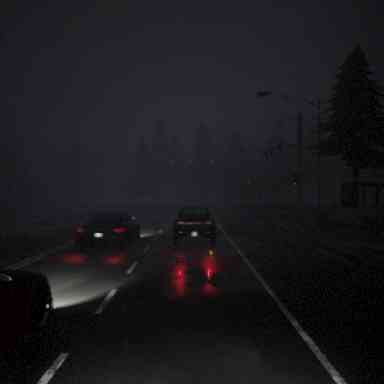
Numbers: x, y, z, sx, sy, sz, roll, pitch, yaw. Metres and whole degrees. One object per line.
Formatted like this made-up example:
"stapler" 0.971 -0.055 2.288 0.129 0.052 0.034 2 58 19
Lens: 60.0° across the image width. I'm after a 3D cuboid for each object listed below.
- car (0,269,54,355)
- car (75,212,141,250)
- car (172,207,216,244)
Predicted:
"car" -3.402 1.551 4.145 1.994 1.385 4.181 0 0 0
"car" -3.408 1.522 14.112 1.994 1.385 4.181 0 0 0
"car" 0.097 1.446 15.556 2.128 1.511 4.902 0 0 0
